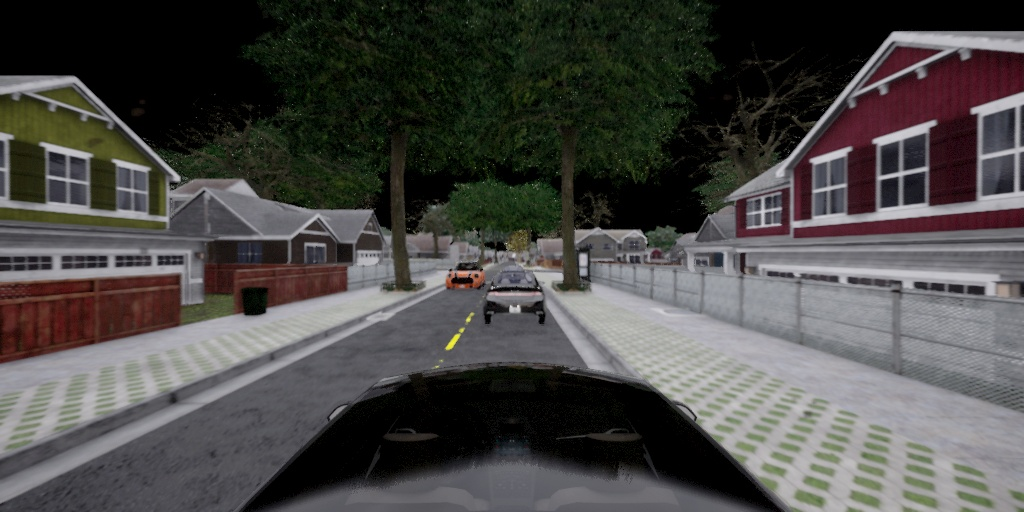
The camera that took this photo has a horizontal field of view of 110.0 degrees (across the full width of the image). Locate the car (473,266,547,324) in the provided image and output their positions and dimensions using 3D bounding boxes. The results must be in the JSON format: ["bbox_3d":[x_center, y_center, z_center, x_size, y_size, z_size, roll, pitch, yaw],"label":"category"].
[{"bbox_3d":[0.091,1.258,12.065,2.128,1.511,4.902,0,0,0],"label":"car"}]

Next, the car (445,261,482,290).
[{"bbox_3d":[-2.843,1.154,22.715,2.097,1.767,4.553,0,0,0],"label":"car"}]
